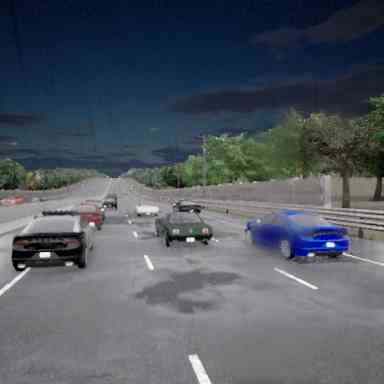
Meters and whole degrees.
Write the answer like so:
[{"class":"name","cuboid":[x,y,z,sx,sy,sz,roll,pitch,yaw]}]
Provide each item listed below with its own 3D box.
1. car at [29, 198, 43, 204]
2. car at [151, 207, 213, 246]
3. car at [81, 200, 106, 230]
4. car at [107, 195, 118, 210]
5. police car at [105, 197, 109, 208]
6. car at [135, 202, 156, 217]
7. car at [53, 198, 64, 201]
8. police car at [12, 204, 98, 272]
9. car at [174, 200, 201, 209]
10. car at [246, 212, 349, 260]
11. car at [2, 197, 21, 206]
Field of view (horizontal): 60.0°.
[{"class":"car","cuboid":[-29.722,1.821,63.688,1.812,1.442,4.674,0,0,-13]},{"class":"car","cuboid":[-0.564,1.597,15.321,1.895,1.301,4.718,0,0,-13]},{"class":"car","cuboid":[-6.578,1.488,20.735,1.882,1.535,5.008,0,0,-13]},{"class":"car","cuboid":[-11.111,1.610,45.194,1.882,1.535,5.008,0,0,-13]},{"class":"police car","cuboid":[-7.946,1.456,26.696,1.930,1.638,5.238,0,0,-13]},{"class":"car","cuboid":[-4.482,1.653,32.392,1.895,1.301,4.718,0,0,-13]},{"class":"car","cuboid":[-26.901,1.859,67.047,2.033,1.411,5.357,0,-1,-13]},{"class":"police car","cuboid":[-4.364,1.419,11.087,1.930,1.638,5.238,0,0,-13]},{"class":"car","cuboid":[-0.551,1.518,30.910,1.882,1.535,5.008,0,0,-13]},{"class":"car","cuboid":[3.664,1.471,12.545,1.882,1.535,5.008,0,0,-13]},{"class":"car","cuboid":[-32.471,1.626,59.984,2.097,1.767,4.553,0,-1,-13]}]
